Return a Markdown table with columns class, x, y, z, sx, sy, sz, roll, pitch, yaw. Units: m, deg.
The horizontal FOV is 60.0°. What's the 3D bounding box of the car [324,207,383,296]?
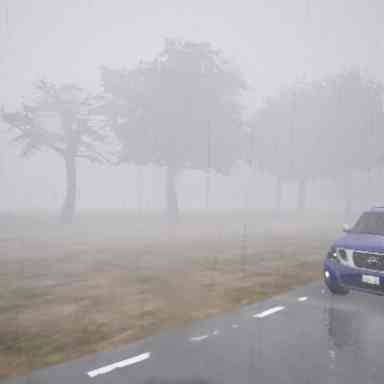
| class | x | y | z | sx | sy | sz | roll | pitch | yaw |
| --- | --- | --- | --- | --- | --- | --- | --- | --- | --- |
| car | 5.364 | 1.416 | 8.482 | 2.150 | 2.045 | 5.566 | 0 | -1 | 43 |
